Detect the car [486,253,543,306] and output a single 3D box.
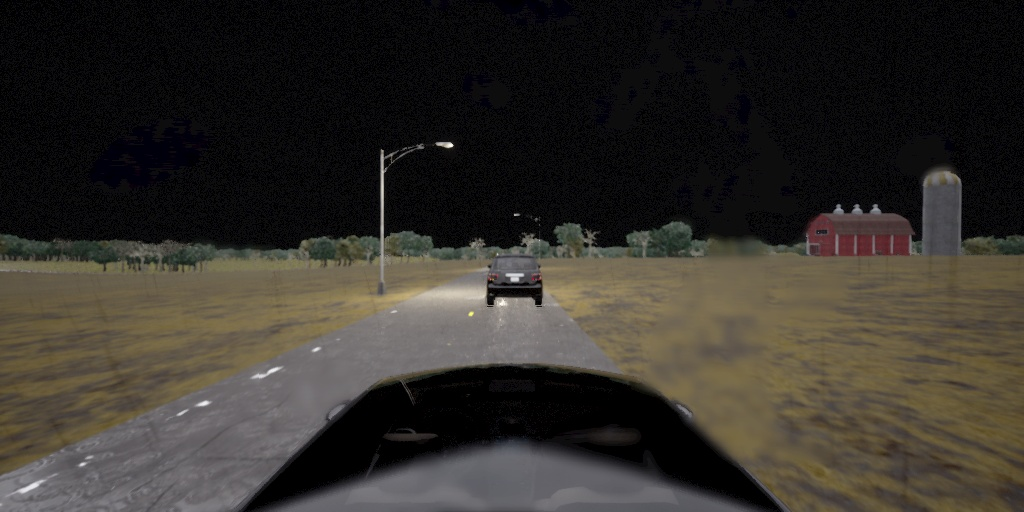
[{"bbox_3d":[0.101,0.915,15.464,2.150,2.045,5.566,0,0,0],"label":"car"}]
